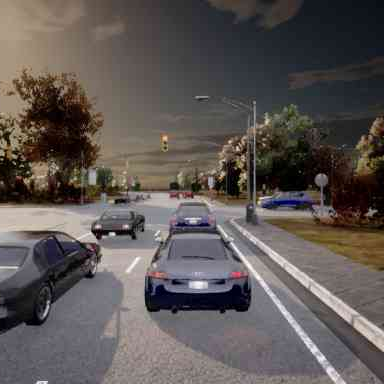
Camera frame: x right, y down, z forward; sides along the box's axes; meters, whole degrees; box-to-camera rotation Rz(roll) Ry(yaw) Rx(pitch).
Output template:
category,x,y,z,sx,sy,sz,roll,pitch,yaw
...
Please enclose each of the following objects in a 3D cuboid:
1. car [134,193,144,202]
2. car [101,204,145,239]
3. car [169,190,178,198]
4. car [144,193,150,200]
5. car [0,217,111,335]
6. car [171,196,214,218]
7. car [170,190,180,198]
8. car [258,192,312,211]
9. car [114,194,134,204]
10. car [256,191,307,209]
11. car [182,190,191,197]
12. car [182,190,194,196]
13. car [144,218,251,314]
category,x,y,z,sx,sy,sz,roll,pitch,yaw
car,-10.819,1.094,61.212,2.128,1.511,4.902,0,0,0
car,-3.482,1.519,16.622,1.895,1.301,4.718,0,0,-1
car,-5.107,0.442,93.644,2.150,2.045,5.566,0,1,-7
car,-10.865,1.101,71.169,1.895,1.301,4.718,0,1,-1
car,-3.418,1.528,6.978,2.033,1.411,5.357,0,0,-1
car,0.039,1.273,16.301,2.097,1.767,4.553,0,0,0
car,-4.273,0.590,82.902,2.150,2.045,5.566,0,1,-3
car,10.495,0.996,37.138,5.566,2.045,2.150,0,0,-4
car,-10.805,1.273,52.110,1.895,1.301,4.718,0,0,0
car,10.887,0.972,40.687,5.566,2.045,2.150,0,0,-3
car,-1.619,0.401,94.035,2.097,1.767,4.553,0,1,-7
car,-0.799,0.573,83.388,2.150,2.045,5.566,0,1,-4
car,0.079,1.541,7.668,1.994,1.385,4.181,0,0,-1
